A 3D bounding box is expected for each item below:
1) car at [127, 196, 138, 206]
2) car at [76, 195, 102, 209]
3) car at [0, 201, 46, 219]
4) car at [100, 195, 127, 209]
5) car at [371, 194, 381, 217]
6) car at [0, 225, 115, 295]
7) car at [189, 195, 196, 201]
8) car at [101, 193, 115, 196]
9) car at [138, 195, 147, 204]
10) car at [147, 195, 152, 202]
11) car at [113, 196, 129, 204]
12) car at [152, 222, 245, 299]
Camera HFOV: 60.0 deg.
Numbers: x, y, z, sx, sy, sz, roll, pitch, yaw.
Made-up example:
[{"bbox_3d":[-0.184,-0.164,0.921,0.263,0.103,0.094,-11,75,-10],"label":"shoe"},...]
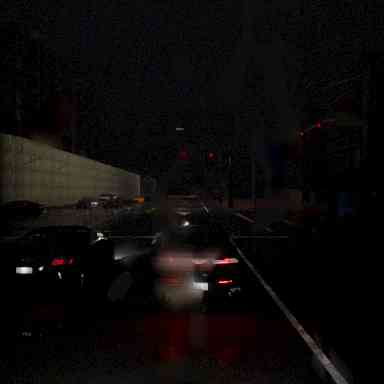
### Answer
[{"bbox_3d":[-10.466,1.601,53.846,1.895,1.301,4.718,0,0,0],"label":"car"},{"bbox_3d":[-13.992,1.505,44.776,1.837,1.490,4.892,0,0,0],"label":"car"},{"bbox_3d":[-15.151,1.492,28.549,4.902,1.511,2.128,0,0,0],"label":"car"},{"bbox_3d":[-10.493,1.526,44.738,1.812,1.442,4.674,0,0,0],"label":"car"},{"bbox_3d":[15.162,1.222,28.581,5.566,2.045,2.150,0,0,0],"label":"car"},{"bbox_3d":[-3.405,1.564,8.782,1.994,1.385,4.181,0,0,0],"label":"car"},{"bbox_3d":[0.188,1.525,84.976,2.128,1.511,4.902,0,0,0],"label":"car"},{"bbox_3d":[-13.971,1.221,54.630,2.150,2.045,5.566,0,0,1],"label":"car"},{"bbox_3d":[-10.404,1.478,63.948,1.882,1.535,5.008,0,0,1],"label":"car"},{"bbox_3d":[-10.333,1.467,75.358,1.882,1.535,5.008,0,0,0],"label":"car"},{"bbox_3d":[-13.880,1.547,65.255,2.033,1.411,5.357,0,0,1],"label":"car"},{"bbox_3d":[0.103,1.492,8.425,2.128,1.511,4.902,0,0,-1],"label":"car"}]
